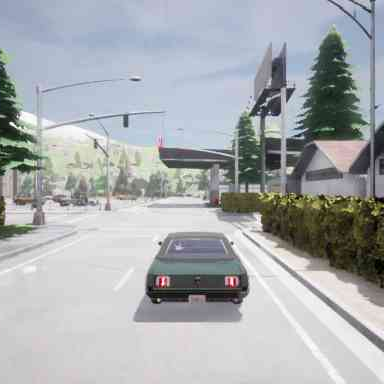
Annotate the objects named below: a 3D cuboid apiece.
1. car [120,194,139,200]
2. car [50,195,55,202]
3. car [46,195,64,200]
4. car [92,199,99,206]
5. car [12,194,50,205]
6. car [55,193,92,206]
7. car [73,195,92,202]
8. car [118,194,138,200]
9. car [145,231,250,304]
[{"bbox_3d":[-16.463,1.339,87.995,4.514,1.523,2.007,0,0,0],"label":"car"},{"bbox_3d":[-23.992,1.298,62.979,4.514,1.523,2.007,0,0,0],"label":"car"},{"bbox_3d":[-35.060,1.384,84.905,3.806,1.475,1.970,0,0,0],"label":"car"},{"bbox_3d":[-16.158,1.361,50.602,3.806,1.475,1.970,0,0,0],"label":"car"},{"bbox_3d":[-24.637,1.097,50.518,4.605,1.855,1.932,0,0,0],"label":"car"},{"bbox_3d":[-16.751,1.077,47.274,3.866,1.878,1.905,0,0,0],"label":"car"},{"bbox_3d":[-24.004,1.319,72.971,3.633,1.501,1.845,0,0,0],"label":"car"},{"bbox_3d":[-16.394,1.330,84.859,5.027,1.636,2.152,0,0,0],"label":"car"},{"bbox_3d":[0.099,1.601,8.088,1.895,1.301,4.718,0,0,0],"label":"car"}]
